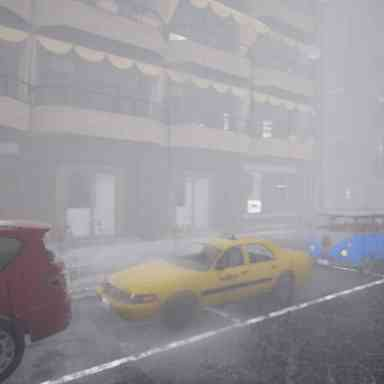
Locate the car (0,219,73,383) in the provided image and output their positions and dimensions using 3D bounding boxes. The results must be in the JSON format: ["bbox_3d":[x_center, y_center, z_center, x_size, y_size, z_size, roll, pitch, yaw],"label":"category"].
[{"bbox_3d":[-3.957,1.308,3.729,5.009,1.841,2.192,0,0,-35],"label":"car"}]

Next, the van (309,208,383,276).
[{"bbox_3d":[5.308,1.403,10.334,3.998,1.788,1.690,0,0,-35],"label":"van"}]

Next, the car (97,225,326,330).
[{"bbox_3d":[0.537,1.551,6.935,4.829,1.417,1.752,0,0,-35],"label":"car"}]
